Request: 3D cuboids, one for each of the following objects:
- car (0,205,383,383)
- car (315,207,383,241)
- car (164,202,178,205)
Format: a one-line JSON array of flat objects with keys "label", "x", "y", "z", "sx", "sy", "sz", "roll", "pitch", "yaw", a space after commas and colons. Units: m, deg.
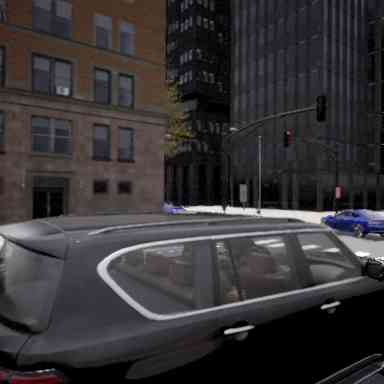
[{"label": "car", "x": 0.590, "y": 1.249, "z": 3.852, "sx": 5.566, "sy": 2.045, "sz": 2.150, "roll": 1, "pitch": 0, "yaw": -36}, {"label": "car", "x": 9.247, "y": 1.713, "z": 18.895, "sx": 1.812, "sy": 1.442, "sz": 4.674, "roll": 2, "pitch": 0, "yaw": -15}, {"label": "car", "x": -2.117, "y": 1.672, "z": 30.858, "sx": 1.812, "sy": 1.442, "sz": 4.674, "roll": 1, "pitch": 0, "yaw": -36}]
